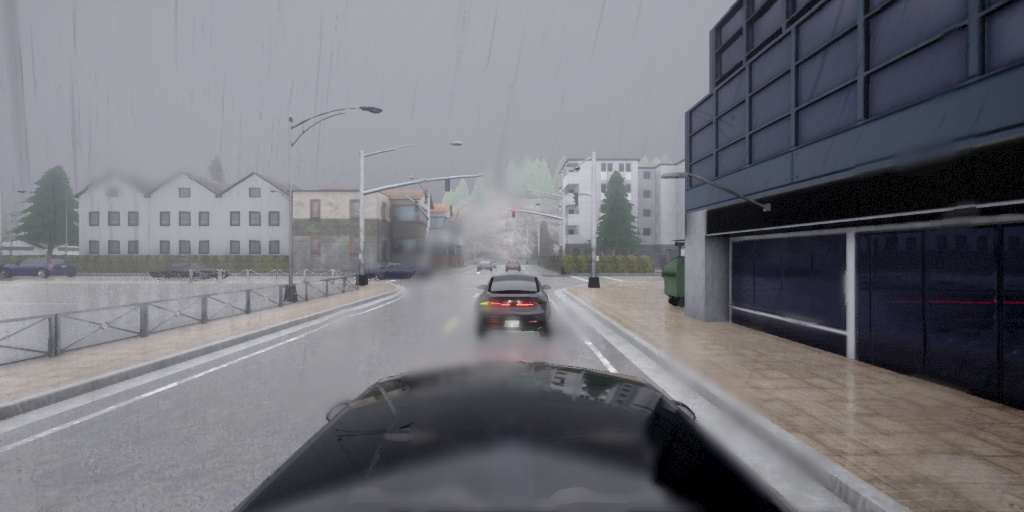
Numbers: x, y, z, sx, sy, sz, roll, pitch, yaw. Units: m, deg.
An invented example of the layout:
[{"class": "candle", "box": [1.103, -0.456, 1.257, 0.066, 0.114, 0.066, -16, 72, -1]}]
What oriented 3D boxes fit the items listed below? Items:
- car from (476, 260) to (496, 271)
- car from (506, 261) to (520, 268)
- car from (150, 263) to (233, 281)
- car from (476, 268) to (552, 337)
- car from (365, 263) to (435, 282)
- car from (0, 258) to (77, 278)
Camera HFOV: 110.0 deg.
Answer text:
[{"class": "car", "box": [-3.520, 1.276, 47.660, 1.812, 1.442, 4.674, 0, 0, 0]}, {"class": "car", "box": [0.162, 1.314, 49.804, 1.994, 1.385, 4.181, 0, 0, 0]}, {"class": "car", "box": [-23.520, 1.174, 26.436, 4.718, 1.301, 1.895, 0, 0, 0]}, {"class": "car", "box": [0.069, 1.255, 10.258, 1.837, 1.490, 4.892, 0, 0, 1]}, {"class": "car", "box": [-8.140, 1.192, 26.369, 4.718, 1.301, 1.895, 1, 0, 0]}, {"class": "car", "box": [-39.834, 0.926, 30.204, 4.553, 1.767, 2.097, 0, 0, 0]}]
